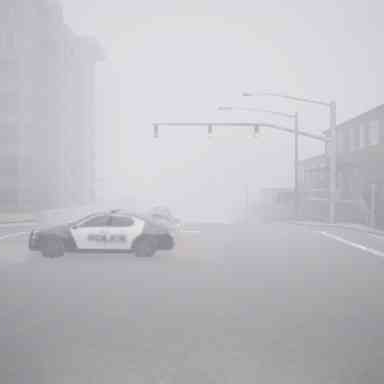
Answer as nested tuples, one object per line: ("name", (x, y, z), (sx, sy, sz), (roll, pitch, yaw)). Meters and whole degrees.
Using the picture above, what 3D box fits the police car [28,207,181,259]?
("police car", (-2.990, 1.401, 11.580), (4.974, 1.542, 2.038), (0, 0, 3))

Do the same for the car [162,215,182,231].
("car", (-2.305, 3.803, 39.940), (1.994, 1.385, 4.181), (0, -12, 2))

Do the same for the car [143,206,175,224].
("car", (-2.669, 1.952, 28.381), (2.033, 1.411, 5.357), (0, -4, 2))
